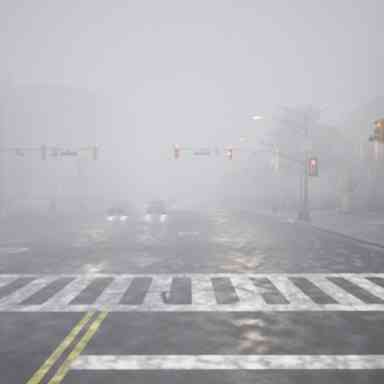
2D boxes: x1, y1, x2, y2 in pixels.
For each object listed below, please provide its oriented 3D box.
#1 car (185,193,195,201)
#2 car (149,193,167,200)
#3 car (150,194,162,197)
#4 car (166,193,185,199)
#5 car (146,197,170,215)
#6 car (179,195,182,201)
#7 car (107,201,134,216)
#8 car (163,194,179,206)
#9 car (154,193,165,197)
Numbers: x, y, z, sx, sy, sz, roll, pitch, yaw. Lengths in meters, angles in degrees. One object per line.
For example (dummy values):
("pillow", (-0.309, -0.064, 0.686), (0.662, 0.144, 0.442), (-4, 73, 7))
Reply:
("car", (-1.269, 1.296, 87.883), (2.150, 2.045, 5.566), (0, 0, -29))
("car", (-9.726, 1.252, 94.503), (2.150, 2.045, 5.566), (0, 0, -43))
("car", (-7.141, 1.596, 60.191), (2.033, 1.411, 5.357), (0, 0, 0))
("car", (-4.313, 1.425, 86.178), (2.097, 1.767, 4.553), (0, 0, -29))
("car", (-3.630, 1.533, 35.002), (1.837, 1.490, 4.892), (0, 0, 0))
("car", (-3.784, 1.598, 71.606), (2.033, 1.411, 5.357), (0, 0, -3))
("car", (-7.129, 1.575, 33.801), (2.033, 1.411, 5.357), (0, 0, 0))
("car", (-3.640, 1.572, 57.529), (1.812, 1.442, 4.674), (0, 0, 0))
("car", (-7.312, 1.584, 71.708), (2.128, 1.511, 4.902), (0, 0, -3))
